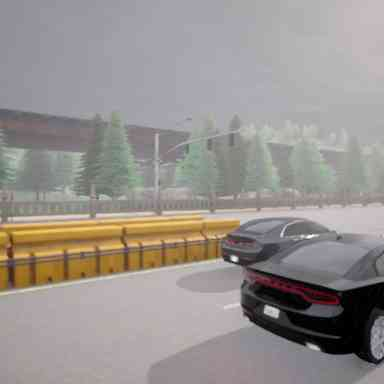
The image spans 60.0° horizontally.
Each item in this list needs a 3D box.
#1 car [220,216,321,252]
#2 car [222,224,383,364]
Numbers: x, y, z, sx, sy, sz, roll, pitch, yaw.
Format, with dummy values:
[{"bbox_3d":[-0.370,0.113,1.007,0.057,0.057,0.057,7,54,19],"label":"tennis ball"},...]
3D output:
[{"bbox_3d":[3.096,1.523,10.255,4.892,1.490,1.837,0,0,-36],"label":"car"},{"bbox_3d":[3.094,1.490,5.951,5.008,1.535,1.882,1,0,-36],"label":"car"}]
